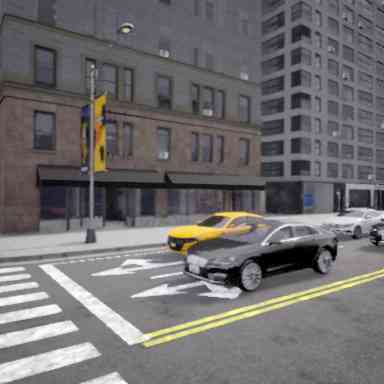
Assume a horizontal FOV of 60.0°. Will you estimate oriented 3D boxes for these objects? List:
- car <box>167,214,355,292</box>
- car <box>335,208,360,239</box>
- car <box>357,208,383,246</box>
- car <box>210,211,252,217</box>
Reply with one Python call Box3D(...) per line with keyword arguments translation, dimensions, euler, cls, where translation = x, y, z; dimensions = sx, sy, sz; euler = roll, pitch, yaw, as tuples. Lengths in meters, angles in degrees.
Box3D(translation=(2.048, 1.526, 9.128), dimensions=(4.902, 1.511, 2.128), euler=(0, 0, -35), cls="car")
Box3D(translation=(8.943, 1.610, 17.996), dimensions=(4.674, 1.442, 1.812), euler=(0, 0, -35), cls="car")
Box3D(translation=(9.675, 1.567, 14.544), dimensions=(4.902, 1.511, 2.128), euler=(0, 0, -35), cls="car")
Box3D(translation=(1.413, 1.521, 12.669), dimensions=(5.008, 1.535, 1.882), euler=(0, 0, -35), cls="car")
